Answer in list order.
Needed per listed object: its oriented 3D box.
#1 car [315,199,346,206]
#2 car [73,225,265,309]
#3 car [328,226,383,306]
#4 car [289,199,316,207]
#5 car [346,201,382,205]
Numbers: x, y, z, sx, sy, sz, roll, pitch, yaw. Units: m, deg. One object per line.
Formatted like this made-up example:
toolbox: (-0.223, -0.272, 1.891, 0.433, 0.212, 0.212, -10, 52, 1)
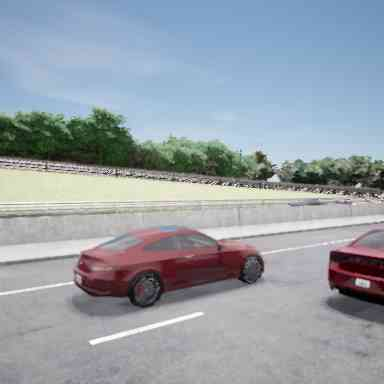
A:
car: (16.210, 1.572, 36.926, 4.718, 1.301, 1.895, 0, 0, -35)
car: (-0.333, 1.522, 7.856, 4.674, 1.442, 1.812, 0, 0, -35)
car: (5.077, 1.470, 7.383, 5.008, 1.535, 1.882, 0, 0, -35)
car: (13.859, 1.519, 39.554, 5.357, 1.411, 2.033, 0, 0, -35)
car: (18.251, 1.572, 34.085, 4.718, 1.301, 1.895, 0, 0, -35)
